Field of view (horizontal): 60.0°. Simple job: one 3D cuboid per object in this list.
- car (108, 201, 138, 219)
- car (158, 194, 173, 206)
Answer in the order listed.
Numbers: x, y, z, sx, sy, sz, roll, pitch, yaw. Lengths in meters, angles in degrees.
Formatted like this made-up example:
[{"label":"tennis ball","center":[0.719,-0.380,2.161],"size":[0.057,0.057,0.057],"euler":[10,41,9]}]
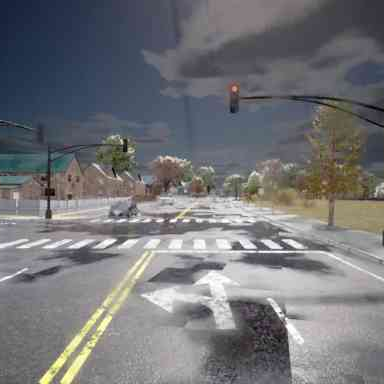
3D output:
[{"label":"car","center":[-6.050,1.534,29.583],"size":[2.128,1.511,4.902],"euler":[0,0,2]},{"label":"car","center":[-4.658,1.346,59.243],"size":[2.150,2.045,5.566],"euler":[0,0,4]}]
